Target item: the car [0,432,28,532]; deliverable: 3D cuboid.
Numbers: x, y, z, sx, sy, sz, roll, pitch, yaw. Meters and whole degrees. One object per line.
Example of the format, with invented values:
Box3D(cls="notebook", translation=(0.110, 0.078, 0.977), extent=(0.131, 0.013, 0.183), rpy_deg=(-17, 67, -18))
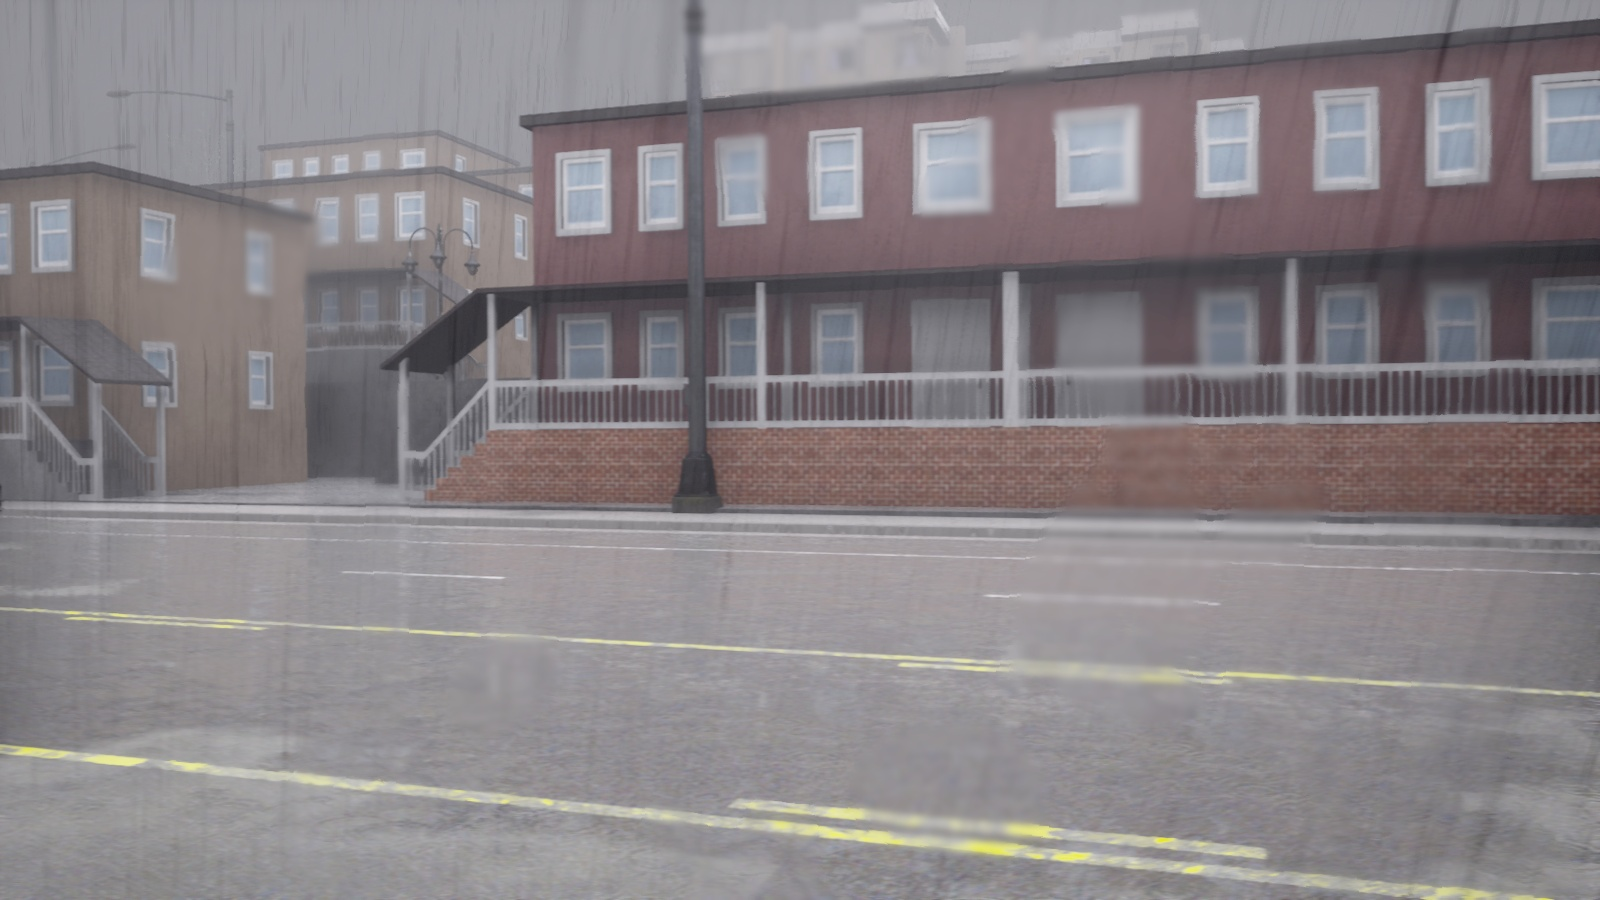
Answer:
Box3D(cls="car", translation=(-14.604, 0.477, 19.190), extent=(4.902, 1.511, 2.128), rpy_deg=(0, 1, 19))
